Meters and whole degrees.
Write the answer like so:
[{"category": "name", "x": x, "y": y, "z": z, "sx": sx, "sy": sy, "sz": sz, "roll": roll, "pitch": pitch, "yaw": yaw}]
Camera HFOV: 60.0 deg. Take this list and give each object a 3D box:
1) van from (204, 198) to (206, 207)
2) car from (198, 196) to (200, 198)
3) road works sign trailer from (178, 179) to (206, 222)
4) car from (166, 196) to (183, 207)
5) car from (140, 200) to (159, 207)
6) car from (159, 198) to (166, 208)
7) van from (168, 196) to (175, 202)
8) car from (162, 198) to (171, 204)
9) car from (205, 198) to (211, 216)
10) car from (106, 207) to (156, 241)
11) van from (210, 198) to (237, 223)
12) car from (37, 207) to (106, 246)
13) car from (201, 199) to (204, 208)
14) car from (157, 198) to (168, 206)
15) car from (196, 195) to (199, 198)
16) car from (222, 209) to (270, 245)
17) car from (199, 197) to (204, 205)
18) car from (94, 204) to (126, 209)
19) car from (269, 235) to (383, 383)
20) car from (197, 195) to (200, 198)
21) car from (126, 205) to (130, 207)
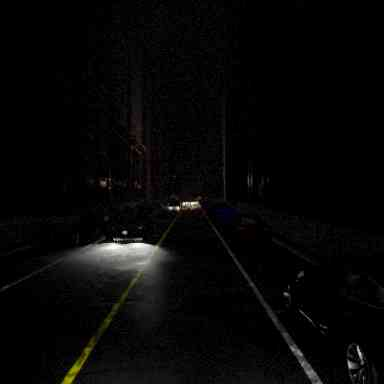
[{"category": "van", "x": 2.654, "y": 1.632, "z": 38.635, "sx": 1.690, "sy": 1.788, "sz": 3.998, "roll": 1, "pitch": 0, "yaw": 0}, {"category": "car", "x": 2.635, "y": 2.023, "z": 66.756, "sx": 1.887, "sy": 1.381, "sz": 4.507, "roll": 1, "pitch": 0, "yaw": 0}, {"category": "road works sign trailer", "x": -0.017, "y": 0.686, "z": 28.850, "sx": 2.380, "sy": 3.560, "sz": 2.880, "roll": 0, "pitch": 0, "yaw": 0}, {"category": "car", "x": -3.069, "y": 1.981, "z": 59.645, "sx": 2.033, "sy": 1.411, "sz": 5.357, "roll": 0, "pitch": 0, "yaw": 1}, {"category": "car", "x": -5.876, "y": 1.875, "z": 44.248, "sx": 1.887, "sy": 1.381, "sz": 4.507, "roll": 1, "pitch": 0, "yaw": 0}, {"category": "car", "x": -5.884, "y": 1.957, "z": 55.496, "sx": 2.008, "sy": 1.369, "sz": 4.403, "roll": 1, "pitch": 0, "yaw": 0}, {"category": "van", "x": -5.905, "y": 1.985, "z": 94.869, "sx": 1.690, "sy": 1.788, "sz": 3.998, "roll": 1, "pitch": 0, "yaw": 0}, {"category": "car", "x": -5.898, "y": 2.129, "z": 77.994, "sx": 1.802, "sy": 1.307, "sz": 4.206, "roll": 1, "pitch": 0, "yaw": 0}, {"category": "car", "x": 2.657, "y": 1.692, "z": 33.009, "sx": 1.967, "sy": 1.590, "sz": 4.097, "roll": 1, "pitch": 0, "yaw": 0}, {"category": "car", "x": -3.111, "y": 1.701, "z": 17.455, "sx": 1.994, "sy": 1.385, "sz": 4.181, "roll": 0, "pitch": 0, "yaw": 0}, {"category": "van", "x": 2.661, "y": 1.552, "z": 27.385, "sx": 1.690, "sy": 1.788, "sz": 3.998, "roll": 1, "pitch": 0, "yaw": 0}, {"category": "car", "x": -5.860, "y": 1.672, "z": 16.127, "sx": 1.887, "sy": 1.381, "sz": 4.507, "roll": 1, "pitch": 0, "yaw": 0}, {"category": "car", "x": 2.649, "y": 1.881, "z": 44.258, "sx": 2.008, "sy": 1.369, "sz": 4.403, "roll": 1, "pitch": 0, "yaw": 0}, {"category": "car", "x": -5.890, "y": 2.003, "z": 66.575, "sx": 1.752, "sy": 1.417, "sz": 4.829, "roll": 1, "pitch": 0, "yaw": 0}, {"category": "car", "x": 2.624, "y": 2.146, "z": 83.631, "sx": 1.947, "sy": 1.339, "sz": 4.313, "roll": 1, "pitch": 0, "yaw": 0}, {"category": "car", "x": 2.665, "y": 1.709, "z": 16.135, "sx": 1.802, "sy": 1.307, "sz": 4.206, "roll": 1, "pitch": 0, "yaw": 0}, {"category": "car", "x": 2.642, "y": 1.957, "z": 55.507, "sx": 2.008, "sy": 1.369, "sz": 4.403, "roll": 1, "pitch": 0, "yaw": 0}, {"category": "car", "x": -5.862, "y": 1.610, "z": 21.751, "sx": 1.967, "sy": 1.590, "sz": 4.097, "roll": 1, "pitch": 0, "yaw": 0}, {"category": "car", "x": 2.672, "y": 1.606, "z": 4.885, "sx": 1.947, "sy": 1.339, "sz": 4.313, "roll": 1, "pitch": 0, "yaw": 0}, {"category": "car", "x": 2.628, "y": 2.092, "z": 78.005, "sx": 1.887, "sy": 1.381, "sz": 4.507, "roll": 1, "pitch": 0, "yaw": 0}, {"category": "car", "x": -5.867, "y": 1.756, "z": 27.375, "sx": 1.887, "sy": 1.381, "sz": 4.507, "roll": 1, "pitch": 0, "yaw": 0}]
